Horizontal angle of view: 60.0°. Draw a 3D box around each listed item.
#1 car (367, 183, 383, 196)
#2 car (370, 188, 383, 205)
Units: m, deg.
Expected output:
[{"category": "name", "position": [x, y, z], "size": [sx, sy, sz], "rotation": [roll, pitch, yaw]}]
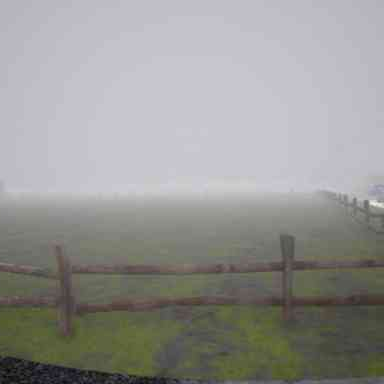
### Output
[{"category": "car", "position": [29.457, -0.333, 53.006], "size": [2.150, 2.045, 5.566], "rotation": [-1, 1, 18]}, {"category": "car", "position": [20.369, 0.560, 34.354], "size": [2.033, 1.411, 5.357], "rotation": [-1, 1, 18]}]
